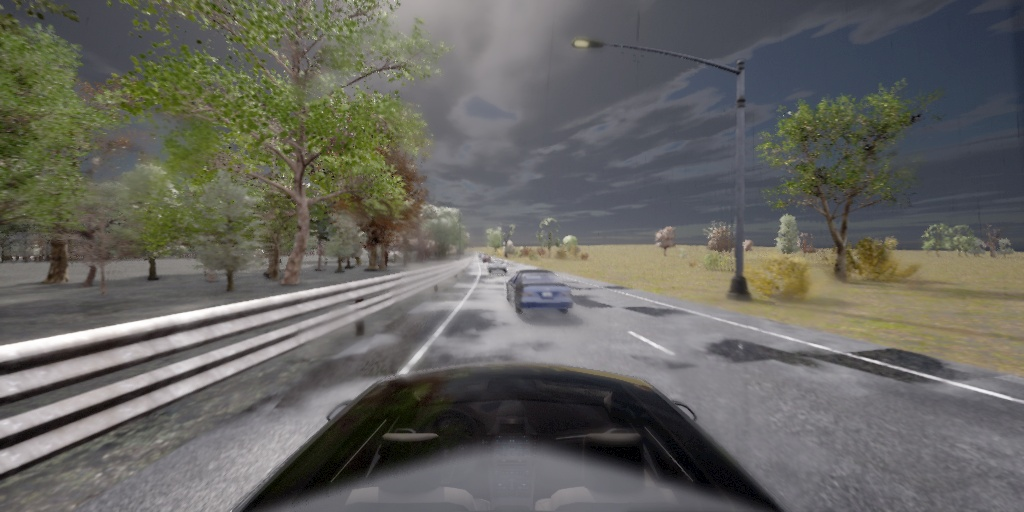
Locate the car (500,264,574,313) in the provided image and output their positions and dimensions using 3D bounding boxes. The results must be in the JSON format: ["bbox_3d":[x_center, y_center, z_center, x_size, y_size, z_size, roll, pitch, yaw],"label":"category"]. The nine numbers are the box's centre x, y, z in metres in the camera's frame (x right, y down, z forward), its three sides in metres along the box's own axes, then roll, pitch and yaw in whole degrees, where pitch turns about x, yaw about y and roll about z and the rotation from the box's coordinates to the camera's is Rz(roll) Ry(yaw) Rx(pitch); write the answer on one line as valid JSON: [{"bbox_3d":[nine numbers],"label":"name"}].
[{"bbox_3d":[0.845,1.217,13.485,2.033,1.411,5.357,0,0,-6],"label":"car"}]

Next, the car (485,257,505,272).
[{"bbox_3d":[-1.696,1.078,39.393,1.895,1.301,4.718,0,0,-6],"label":"car"}]
